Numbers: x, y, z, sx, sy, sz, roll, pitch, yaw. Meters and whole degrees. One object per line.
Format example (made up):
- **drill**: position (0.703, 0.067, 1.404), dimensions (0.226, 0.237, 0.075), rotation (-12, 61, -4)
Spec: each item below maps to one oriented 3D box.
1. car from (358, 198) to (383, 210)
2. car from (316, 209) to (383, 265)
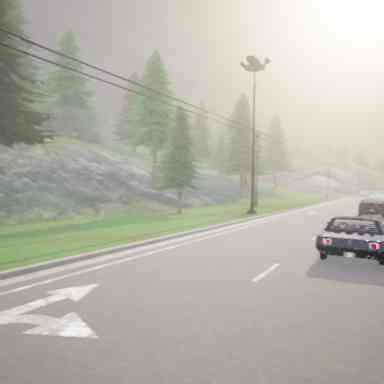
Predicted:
- **car**: position (14.747, 1.204, 27.153), dimensions (1.882, 1.535, 5.008), rotation (2, 1, 30)
- **car**: position (5.594, 1.473, 11.329), dimensions (1.895, 1.301, 4.718), rotation (2, 1, 30)
